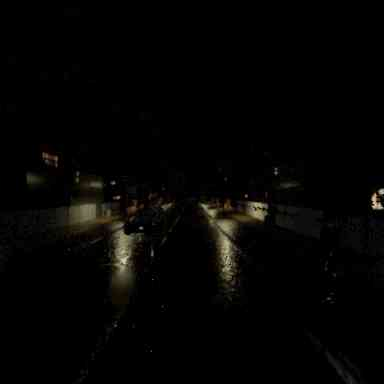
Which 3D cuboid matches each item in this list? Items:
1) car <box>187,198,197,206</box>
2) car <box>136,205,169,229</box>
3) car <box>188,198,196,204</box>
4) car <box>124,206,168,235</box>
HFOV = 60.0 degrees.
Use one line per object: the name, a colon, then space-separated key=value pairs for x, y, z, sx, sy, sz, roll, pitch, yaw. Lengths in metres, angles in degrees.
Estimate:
car: x=-0.014 y=2.147 z=72.297 sx=1.882 sy=1.535 sz=5.008 roll=0 pitch=-1 yaw=0
car: x=-2.777 y=1.769 z=24.426 sx=1.812 sy=1.442 sz=4.674 roll=0 pitch=-1 yaw=0
car: x=-0.015 y=2.199 z=82.613 sx=1.895 sy=1.301 sz=4.718 roll=0 pitch=-1 yaw=0
car: x=-2.745 y=1.711 z=20.018 sx=1.994 sy=1.385 sz=4.181 roll=0 pitch=2 yaw=1
